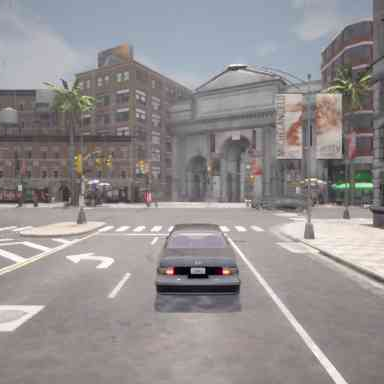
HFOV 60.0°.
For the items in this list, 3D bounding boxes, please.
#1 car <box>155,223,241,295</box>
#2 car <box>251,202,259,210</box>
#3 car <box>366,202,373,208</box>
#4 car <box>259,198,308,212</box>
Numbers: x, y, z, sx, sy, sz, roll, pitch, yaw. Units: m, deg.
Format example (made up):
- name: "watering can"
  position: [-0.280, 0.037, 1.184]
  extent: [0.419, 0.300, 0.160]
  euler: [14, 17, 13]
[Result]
- name: "car"
  position: [0.118, 1.547, 8.840]
  extent: [2.033, 1.411, 5.357]
  euler: [0, 0, 0]
- name: "car"
  position: [9.725, 1.506, 41.203]
  extent: [4.892, 1.490, 1.837]
  euler: [0, 0, 1]
- name: "car"
  position: [24.088, 1.506, 41.022]
  extent: [4.892, 1.490, 1.837]
  euler: [0, 0, 1]
- name: "car"
  position: [10.558, 1.493, 37.694]
  extent: [4.902, 1.511, 2.128]
  euler: [0, 0, 1]
